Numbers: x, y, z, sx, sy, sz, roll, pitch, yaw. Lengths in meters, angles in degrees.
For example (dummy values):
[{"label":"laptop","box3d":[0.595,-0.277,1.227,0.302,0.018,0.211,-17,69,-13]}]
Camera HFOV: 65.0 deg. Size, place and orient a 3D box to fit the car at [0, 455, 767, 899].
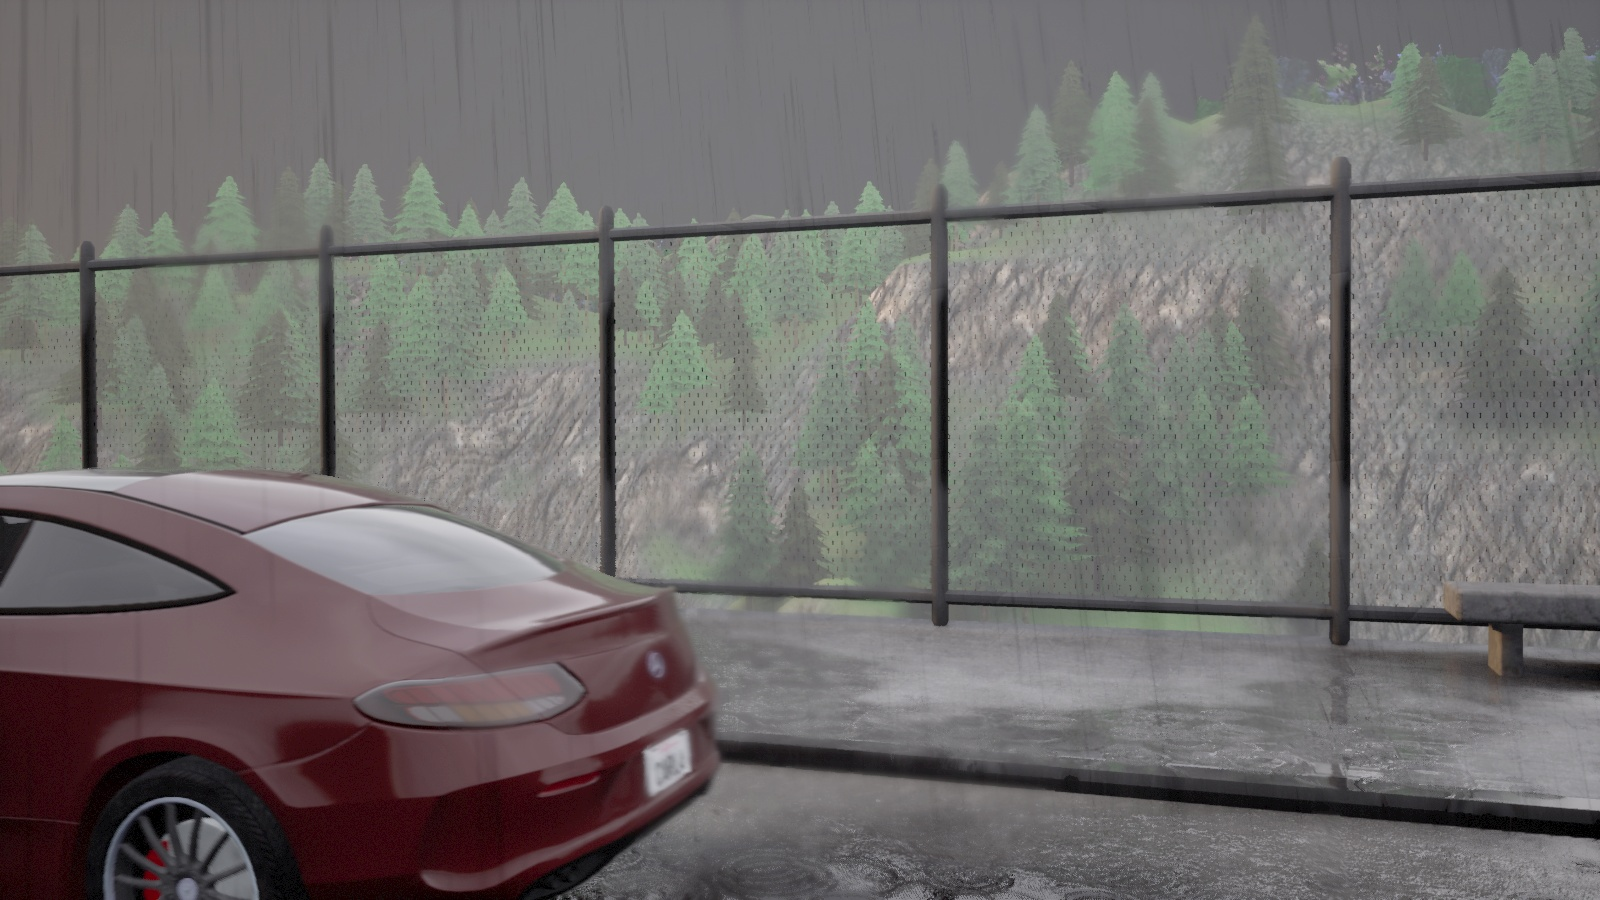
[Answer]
[{"label":"car","box3d":[-2.630,0.769,4.605,4.674,1.442,1.812,1,1,19]}]
